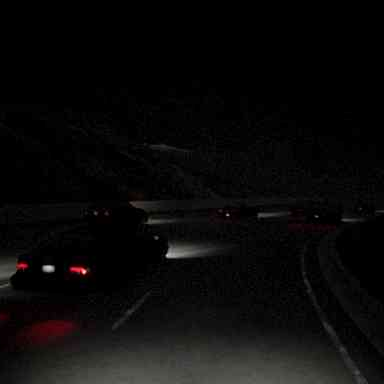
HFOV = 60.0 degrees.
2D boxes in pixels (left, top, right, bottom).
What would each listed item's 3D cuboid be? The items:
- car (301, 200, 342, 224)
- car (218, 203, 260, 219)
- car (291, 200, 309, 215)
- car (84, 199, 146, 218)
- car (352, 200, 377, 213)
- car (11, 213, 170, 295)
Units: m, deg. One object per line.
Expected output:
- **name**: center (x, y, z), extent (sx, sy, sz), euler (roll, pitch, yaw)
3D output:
- **car**: center (10.354, 1.599, 25.935), extent (1.812, 1.442, 4.674), euler (0, 0, 36)
- **car**: center (4.265, 1.633, 29.509), extent (1.895, 1.301, 4.718), euler (0, 0, 36)
- **car**: center (11.647, 1.560, 33.529), extent (1.882, 1.535, 5.008), euler (0, 0, 37)
- **car**: center (-4.879, 1.320, 21.907), extent (2.097, 1.767, 4.553), euler (0, 0, 25)
- **car**: center (20.189, 1.668, 39.010), extent (1.812, 1.442, 4.674), euler (0, 0, 37)
- **car**: center (-2.187, 1.533, 8.858), extent (2.033, 1.411, 5.357), euler (0, 0, 13)
